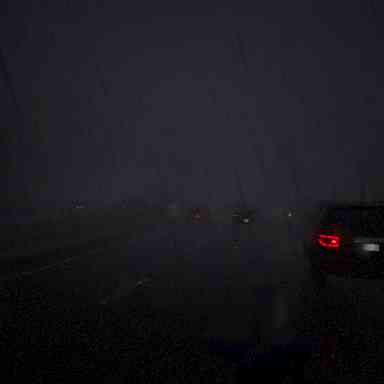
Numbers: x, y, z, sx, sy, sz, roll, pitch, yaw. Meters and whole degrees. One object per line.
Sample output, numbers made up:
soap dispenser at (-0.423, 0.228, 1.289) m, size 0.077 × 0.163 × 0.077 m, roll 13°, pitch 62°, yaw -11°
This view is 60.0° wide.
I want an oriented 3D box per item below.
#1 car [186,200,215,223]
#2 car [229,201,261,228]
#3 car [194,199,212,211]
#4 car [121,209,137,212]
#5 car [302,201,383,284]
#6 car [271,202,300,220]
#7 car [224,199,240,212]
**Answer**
car at (0.716, 1.575, 26.418) m, size 1.882 × 1.535 × 5.008 m, roll 0°, pitch 0°, yaw 8°
car at (3.787, 1.610, 22.929) m, size 1.812 × 1.442 × 4.674 m, roll 0°, pitch 0°, yaw 10°
car at (1.408, 1.726, 44.387) m, size 1.994 × 1.385 × 4.181 m, roll 0°, pitch 0°, yaw -2°
car at (-5.753, 1.478, 33.998) m, size 2.097 × 1.767 × 4.553 m, roll 0°, pitch 0°, yaw 3°
car at (4.462, 1.256, 9.509) m, size 2.150 × 2.045 × 5.566 m, roll 0°, pitch 0°, yaw 16°
car at (8.053, 1.631, 28.867) m, size 1.812 × 1.442 × 4.674 m, roll 0°, pitch 0°, yaw 6°
car at (5.033, 1.639, 40.809) m, size 2.128 × 1.511 × 4.902 m, roll 0°, pitch 0°, yaw -1°
